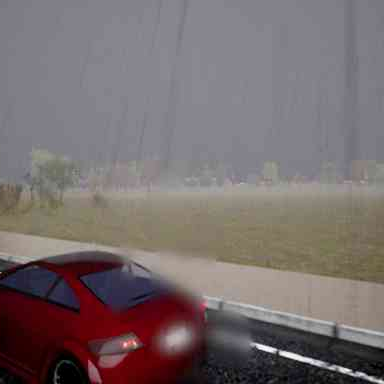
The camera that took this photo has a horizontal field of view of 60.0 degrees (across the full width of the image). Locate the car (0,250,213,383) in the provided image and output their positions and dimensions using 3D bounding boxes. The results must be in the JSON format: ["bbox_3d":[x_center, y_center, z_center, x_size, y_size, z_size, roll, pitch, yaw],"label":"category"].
[{"bbox_3d":[-1.798,1.576,4.807,4.181,1.385,1.994,0,0,35],"label":"car"}]
